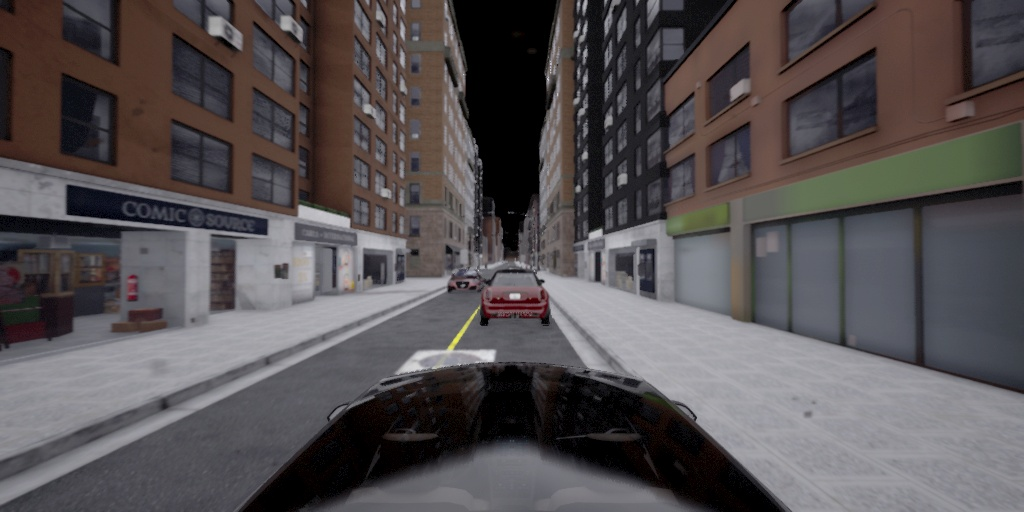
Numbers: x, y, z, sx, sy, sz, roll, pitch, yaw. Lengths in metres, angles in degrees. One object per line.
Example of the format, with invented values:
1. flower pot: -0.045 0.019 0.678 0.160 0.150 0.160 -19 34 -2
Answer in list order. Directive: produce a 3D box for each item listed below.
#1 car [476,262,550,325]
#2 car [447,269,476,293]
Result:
1. car: 0.096 1.216 12.494 2.097 1.767 4.553 0 -1 0
2. car: -2.839 1.536 22.646 1.994 1.385 4.181 0 -1 0
